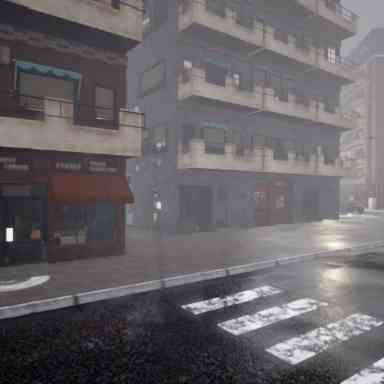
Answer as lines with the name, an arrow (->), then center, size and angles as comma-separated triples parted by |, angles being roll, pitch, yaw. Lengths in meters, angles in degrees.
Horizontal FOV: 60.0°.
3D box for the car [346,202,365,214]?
car -> 18.028, 1.778, 38.298 | 1.895, 1.301, 4.718 | 0, 0, 5
